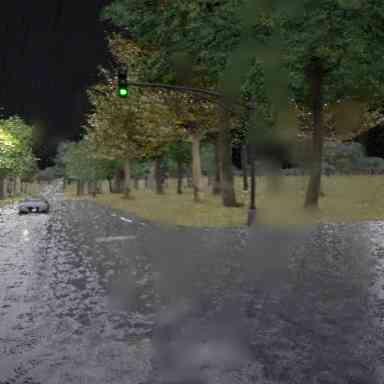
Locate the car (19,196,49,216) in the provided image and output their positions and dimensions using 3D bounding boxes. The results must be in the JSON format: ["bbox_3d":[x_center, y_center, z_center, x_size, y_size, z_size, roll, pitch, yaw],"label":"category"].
[{"bbox_3d":[-11.964,1.047,25.312,1.994,1.385,4.181,-1,2,-24],"label":"car"}]
